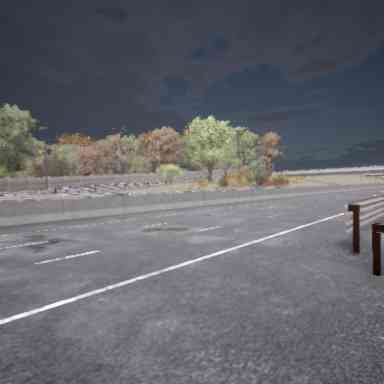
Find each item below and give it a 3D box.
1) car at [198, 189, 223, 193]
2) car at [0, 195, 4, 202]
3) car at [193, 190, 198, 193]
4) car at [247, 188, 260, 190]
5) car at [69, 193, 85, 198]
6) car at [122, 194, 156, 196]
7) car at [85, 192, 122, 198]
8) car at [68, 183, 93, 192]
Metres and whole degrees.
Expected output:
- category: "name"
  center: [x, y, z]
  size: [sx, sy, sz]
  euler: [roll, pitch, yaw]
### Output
- category: "car"
  center: [3.492, 0.330, 50.555]
  size: [1.882, 1.535, 5.008]
  euler: [-1, 1, 38]
- category: "car"
  center: [-25.960, 0.605, 41.739]
  size: [2.128, 1.511, 4.902]
  euler: [-1, 2, 14]
- category: "car"
  center: [1.451, 0.346, 53.610]
  size: [2.128, 1.511, 4.902]
  euler: [-1, 1, 38]
- category: "car"
  center: [9.492, 0.168, 52.505]
  size: [2.128, 1.511, 4.902]
  euler: [-1, 1, 38]
- category: "car"
  center: [-11.803, 1.053, 36.628]
  size: [1.895, 1.301, 4.718]
  euler: [-1, 1, 38]
- category: "car"
  center: [-4.693, 0.876, 34.366]
  size: [1.994, 1.385, 4.181]
  euler: [-1, 1, 38]
- category: "car"
  center: [-8.426, 0.894, 35.268]
  size: [1.837, 1.490, 4.892]
  euler: [-1, 1, 38]
- category: "car"
  center: [-20.512, -0.599, 61.406]
  size: [2.150, 2.045, 5.566]
  euler: [-1, 3, 17]
